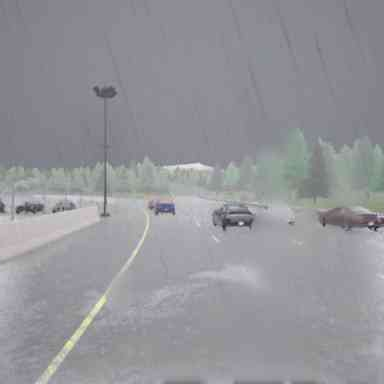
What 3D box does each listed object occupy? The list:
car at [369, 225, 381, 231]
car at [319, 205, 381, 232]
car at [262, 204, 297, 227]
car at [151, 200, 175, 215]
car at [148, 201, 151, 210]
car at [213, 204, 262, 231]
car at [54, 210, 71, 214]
[{"bbox_3d":[3.493,1.355,2.219,2.097,1.767,4.553,0,0,0],"label":"car"},{"bbox_3d":[9.541,1.550,20.397,1.812,1.442,4.674,0,0,-5],"label":"car"},{"bbox_3d":[5.735,1.553,23.236,1.812,1.442,4.674,0,0,-6],"label":"car"},{"bbox_3d":[-2.892,1.518,34.306,1.882,1.535,5.008,0,0,-9],"label":"car"},{"bbox_3d":[-4.673,1.653,43.590,1.895,1.301,4.718,0,0,-13],"label":"car"},{"bbox_3d":[2.473,1.515,20.787,2.128,1.511,4.902,0,0,-5],"label":"car"},{"bbox_3d":[-13.970,1.645,36.509,1.994,1.385,4.181,0,0,-11],"label":"car"}]
